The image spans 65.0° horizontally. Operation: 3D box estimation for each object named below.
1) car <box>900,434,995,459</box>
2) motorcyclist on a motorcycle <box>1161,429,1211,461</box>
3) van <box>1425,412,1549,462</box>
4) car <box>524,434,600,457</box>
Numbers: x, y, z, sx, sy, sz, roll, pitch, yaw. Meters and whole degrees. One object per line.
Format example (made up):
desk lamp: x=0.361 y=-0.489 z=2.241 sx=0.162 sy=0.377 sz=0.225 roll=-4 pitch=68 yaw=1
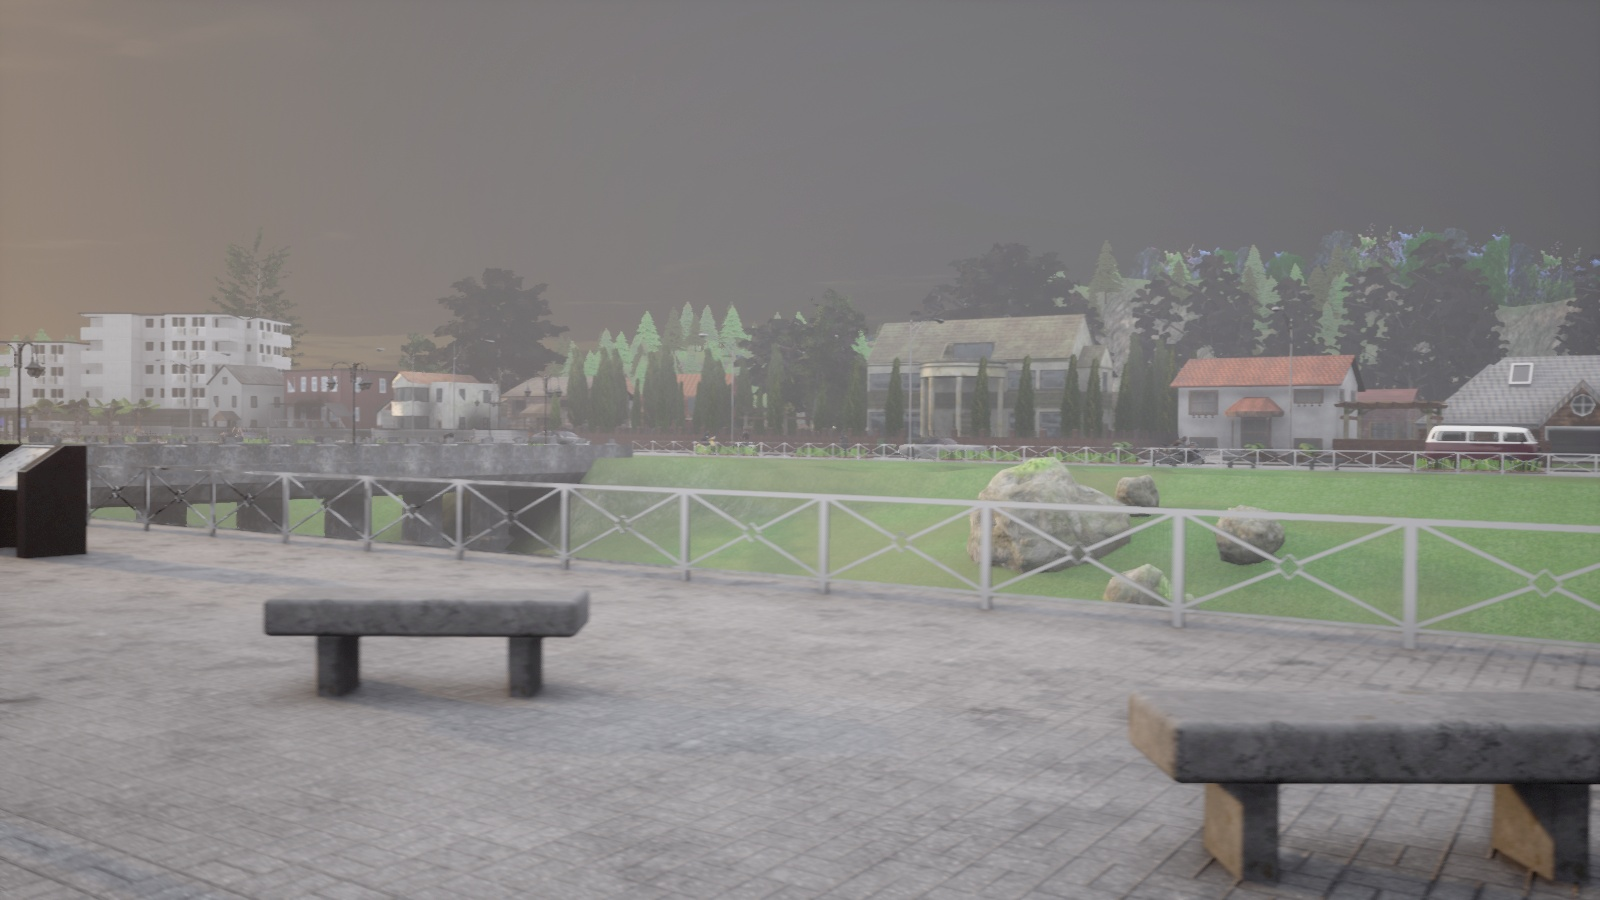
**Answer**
car: x=7.985 y=-0.171 z=68.147 sx=4.718 sy=1.301 sz=1.895 roll=0 pitch=1 yaw=34
motorcyclist on a motorcycle: x=18.743 y=-0.236 z=60.995 sx=2.191 sy=1.530 sz=0.866 roll=0 pitch=1 yaw=34
van: x=29.454 y=-0.547 z=53.869 sx=4.480 sy=2.038 sz=2.069 roll=0 pitch=1 yaw=34
car: x=-15.931 y=-0.315 z=84.041 sx=4.902 sy=1.511 sz=2.128 roll=0 pitch=1 yaw=34
